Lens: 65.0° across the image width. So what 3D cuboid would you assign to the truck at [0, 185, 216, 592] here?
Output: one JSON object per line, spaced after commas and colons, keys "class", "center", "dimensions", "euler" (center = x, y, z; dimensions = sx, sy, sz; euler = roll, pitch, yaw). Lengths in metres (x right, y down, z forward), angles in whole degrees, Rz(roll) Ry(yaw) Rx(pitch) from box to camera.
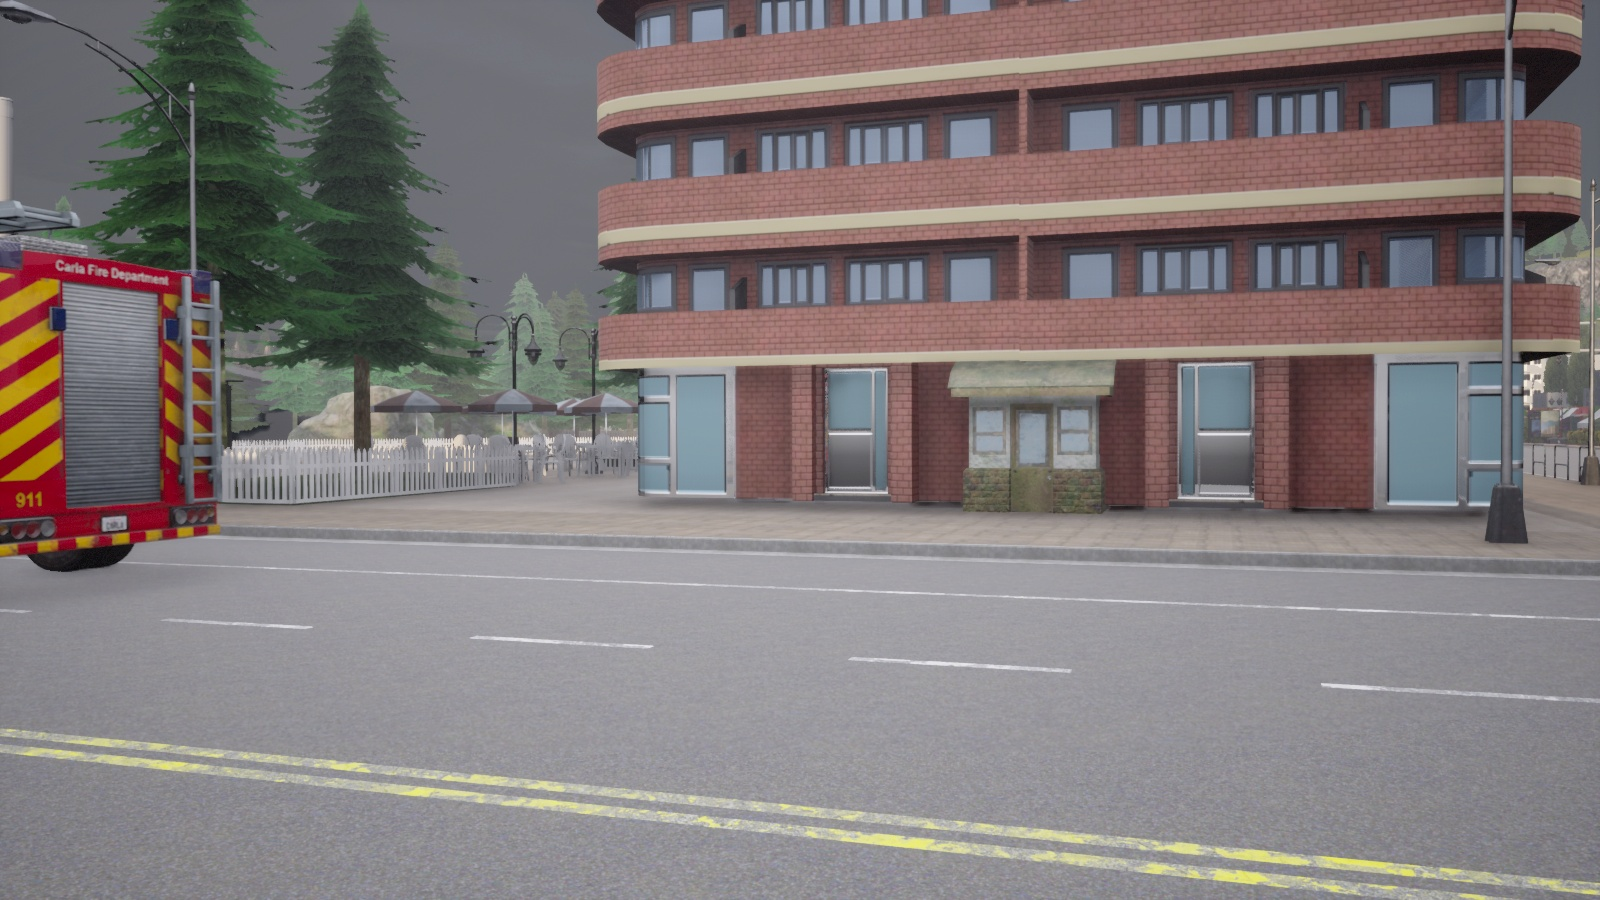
{"class": "truck", "center": [-11.154, -0.611, 14.310], "dimensions": [8.468, 3.827, 2.891], "euler": [0, 1, 19]}
